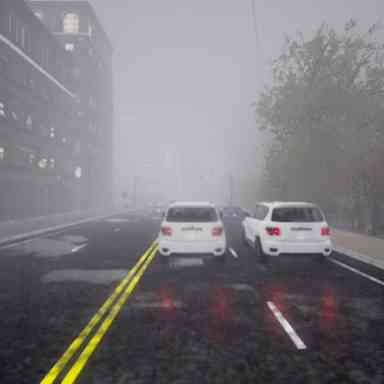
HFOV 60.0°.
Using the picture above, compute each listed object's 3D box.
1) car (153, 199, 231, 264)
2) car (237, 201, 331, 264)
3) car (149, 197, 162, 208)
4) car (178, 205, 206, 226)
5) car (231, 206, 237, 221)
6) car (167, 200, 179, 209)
[{"bbox_3d":[0.015,1.357,12.562,2.150,2.045,5.566,0,0,0],"label":"car"},{"bbox_3d":[3.264,1.356,12.551,2.150,2.045,5.566,0,0,0],"label":"car"},{"bbox_3d":[-6.499,1.873,60.512,2.150,2.045,5.566,0,-1,0],"label":"car"},{"bbox_3d":[0.015,1.835,27.503,2.033,1.411,5.357,0,-1,0],"label":"car"},{"bbox_3d":[3.267,1.835,27.515,2.033,1.411,5.357,0,-1,0],"label":"car"},{"bbox_3d":[-3.264,2.157,59.157,1.812,1.442,4.674,0,-1,1],"label":"car"}]
